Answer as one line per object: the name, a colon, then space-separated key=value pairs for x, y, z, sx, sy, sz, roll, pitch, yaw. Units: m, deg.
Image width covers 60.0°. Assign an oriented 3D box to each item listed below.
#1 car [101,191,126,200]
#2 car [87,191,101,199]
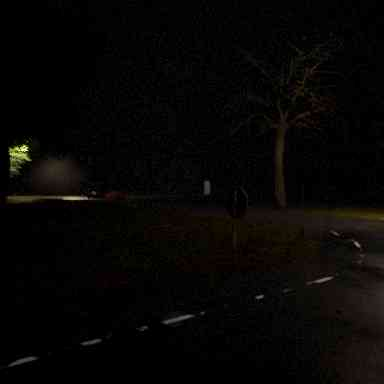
car: x=-12.375 y=0.547 z=53.634 sx=1.882 sy=1.535 sz=5.008 roll=2 pitch=-1 yaw=-35
car: x=-17.426 y=0.580 z=60.614 sx=2.033 sy=1.411 sz=5.357 roll=2 pitch=-1 yaw=-36
